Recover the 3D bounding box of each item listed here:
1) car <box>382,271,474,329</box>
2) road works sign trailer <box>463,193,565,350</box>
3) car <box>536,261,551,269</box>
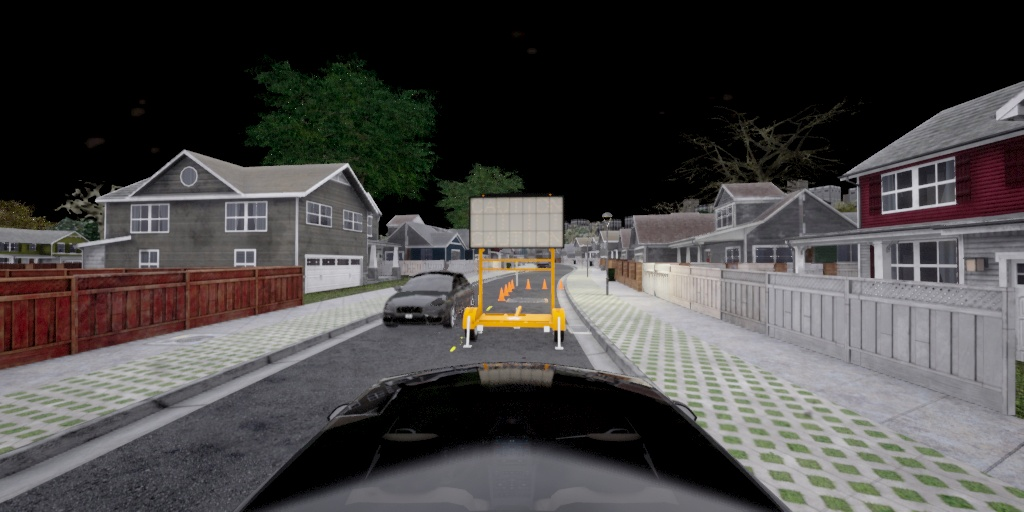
[{"bbox_3d":[-2.424,1.264,11.446,1.837,1.490,4.892,0,0,4],"label":"car"},{"bbox_3d":[0.130,0.219,9.167,2.380,3.560,2.880,0,0,5],"label":"road works sign trailer"},{"bbox_3d":[4.636,1.396,52.631,2.033,1.411,5.357,0,0,11],"label":"car"}]
